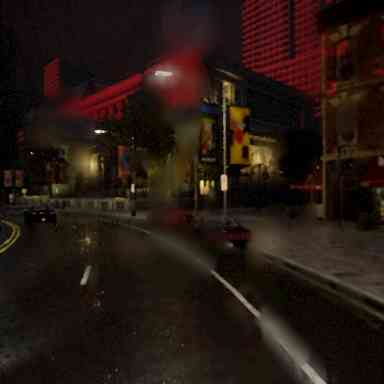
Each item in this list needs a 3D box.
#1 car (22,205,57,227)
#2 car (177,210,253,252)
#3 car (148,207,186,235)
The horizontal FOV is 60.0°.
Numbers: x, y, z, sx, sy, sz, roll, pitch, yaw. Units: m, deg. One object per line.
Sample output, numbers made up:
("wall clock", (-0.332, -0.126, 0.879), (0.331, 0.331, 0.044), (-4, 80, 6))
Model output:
("car", (-11.271, 1.671, 24.524), (2.128, 1.511, 4.902), (0, 0, -31))
("car", (0.839, 1.653, 14.243), (1.895, 1.301, 4.718), (0, 0, -14))
("car", (-1.208, 1.615, 19.596), (2.002, 1.452, 4.674), (0, 0, -24))
